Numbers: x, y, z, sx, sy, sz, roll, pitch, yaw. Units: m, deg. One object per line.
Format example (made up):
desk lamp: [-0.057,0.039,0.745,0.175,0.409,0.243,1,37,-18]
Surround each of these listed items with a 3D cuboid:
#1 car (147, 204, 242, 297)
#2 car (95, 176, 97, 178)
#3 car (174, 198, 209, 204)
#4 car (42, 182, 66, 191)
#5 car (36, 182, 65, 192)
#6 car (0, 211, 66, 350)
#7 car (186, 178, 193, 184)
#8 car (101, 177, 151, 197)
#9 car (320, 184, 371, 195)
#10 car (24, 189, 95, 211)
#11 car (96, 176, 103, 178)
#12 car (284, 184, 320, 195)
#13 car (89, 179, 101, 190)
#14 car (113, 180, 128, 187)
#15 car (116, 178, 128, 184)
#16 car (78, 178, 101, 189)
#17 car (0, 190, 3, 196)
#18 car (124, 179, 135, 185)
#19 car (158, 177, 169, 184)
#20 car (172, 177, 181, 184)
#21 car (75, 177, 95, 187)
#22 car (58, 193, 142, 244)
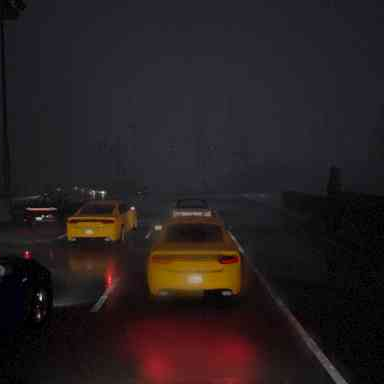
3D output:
car: [0.043,1.320,8.397,1.882,1.535,5.008,0,2,0]
car: [-21.590,-2.556,76.534,2.150,2.045,5.566,0,3,0]
car: [-0.024,0.983,17.766,1.895,1.301,4.718,0,3,0]
car: [-21.484,-0.896,51.961,1.994,1.385,4.181,0,3,-1]
car: [-17.918,-0.439,42.118,2.128,1.511,4.902,0,3,0]
car: [-3.427,1.315,3.888,2.097,1.767,4.553,0,1,0]
car: [-0.669,-2.789,86.572,2.128,1.511,4.902,0,3,0]
car: [-7.414,-0.503,38.321,5.566,2.045,2.150,2,4,31]
car: [17.664,-0.197,37.786,4.902,1.511,2.128,0,3,2]
car: [-7.025,0.875,17.630,2.128,1.511,4.902,0,3,0]
car: [-18.046,-2.253,70.907,2.150,2.045,5.566,0,3,0]
car: [13.804,-0.283,41.411,4.718,1.301,1.895,0,3,2]
car: [-14.446,-0.920,53.130,1.895,1.301,4.718,0,3,-1]
car: [-14.521,-1.710,67.820,1.895,1.301,4.718,0,3,0]
car: [-18.166,-2.779,86.111,2.128,1.511,4.902,0,3,0]
car: [-18.020,-1.296,58.710,1.812,1.442,4.674,0,3,0]
car: [-21.354,0.118,33.766,1.895,1.301,4.718,0,3,0]
car: [-14.601,-2.354,77.923,1.837,1.490,4.892,0,3,0]
car: [-7.665,-2.776,86.058,2.128,1.511,4.902,0,3,0]
car: [-4.165,-2.826,86.082,1.882,1.535,5.008,0,3,0]
car: [-21.507,-1.858,65.911,2.097,1.767,4.553,0,3,0]
car: [-3.496,1.068,13.720,1.882,1.535,5.008,0,3,0]
